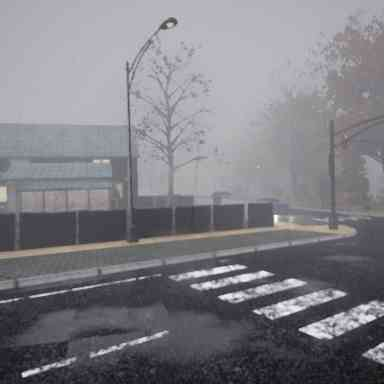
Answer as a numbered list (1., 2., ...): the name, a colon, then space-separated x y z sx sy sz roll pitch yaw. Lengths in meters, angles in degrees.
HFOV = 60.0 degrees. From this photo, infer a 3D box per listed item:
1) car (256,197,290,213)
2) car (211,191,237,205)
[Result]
1. car: 7.677 1.254 32.708 1.882 1.535 5.008 -2 1 -15
2. car: 4.302 0.878 45.439 2.150 2.045 5.566 -2 1 -15
